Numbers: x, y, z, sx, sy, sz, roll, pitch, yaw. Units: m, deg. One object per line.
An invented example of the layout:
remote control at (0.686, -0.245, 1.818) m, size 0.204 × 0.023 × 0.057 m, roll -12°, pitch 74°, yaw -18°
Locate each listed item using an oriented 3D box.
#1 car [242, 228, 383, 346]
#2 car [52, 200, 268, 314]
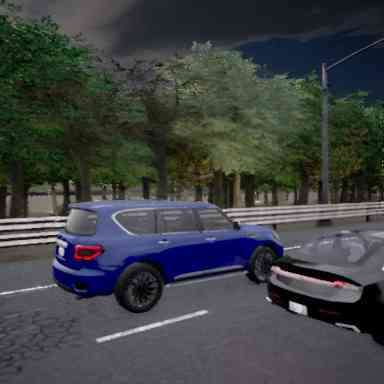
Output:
car at (3.518, 1.466, 6.254) m, size 4.902 × 1.511 × 2.128 m, roll 0°, pitch 0°, yaw -36°
car at (-0.282, 1.205, 7.843) m, size 5.566 × 2.045 × 2.150 m, roll 0°, pitch 0°, yaw -36°
